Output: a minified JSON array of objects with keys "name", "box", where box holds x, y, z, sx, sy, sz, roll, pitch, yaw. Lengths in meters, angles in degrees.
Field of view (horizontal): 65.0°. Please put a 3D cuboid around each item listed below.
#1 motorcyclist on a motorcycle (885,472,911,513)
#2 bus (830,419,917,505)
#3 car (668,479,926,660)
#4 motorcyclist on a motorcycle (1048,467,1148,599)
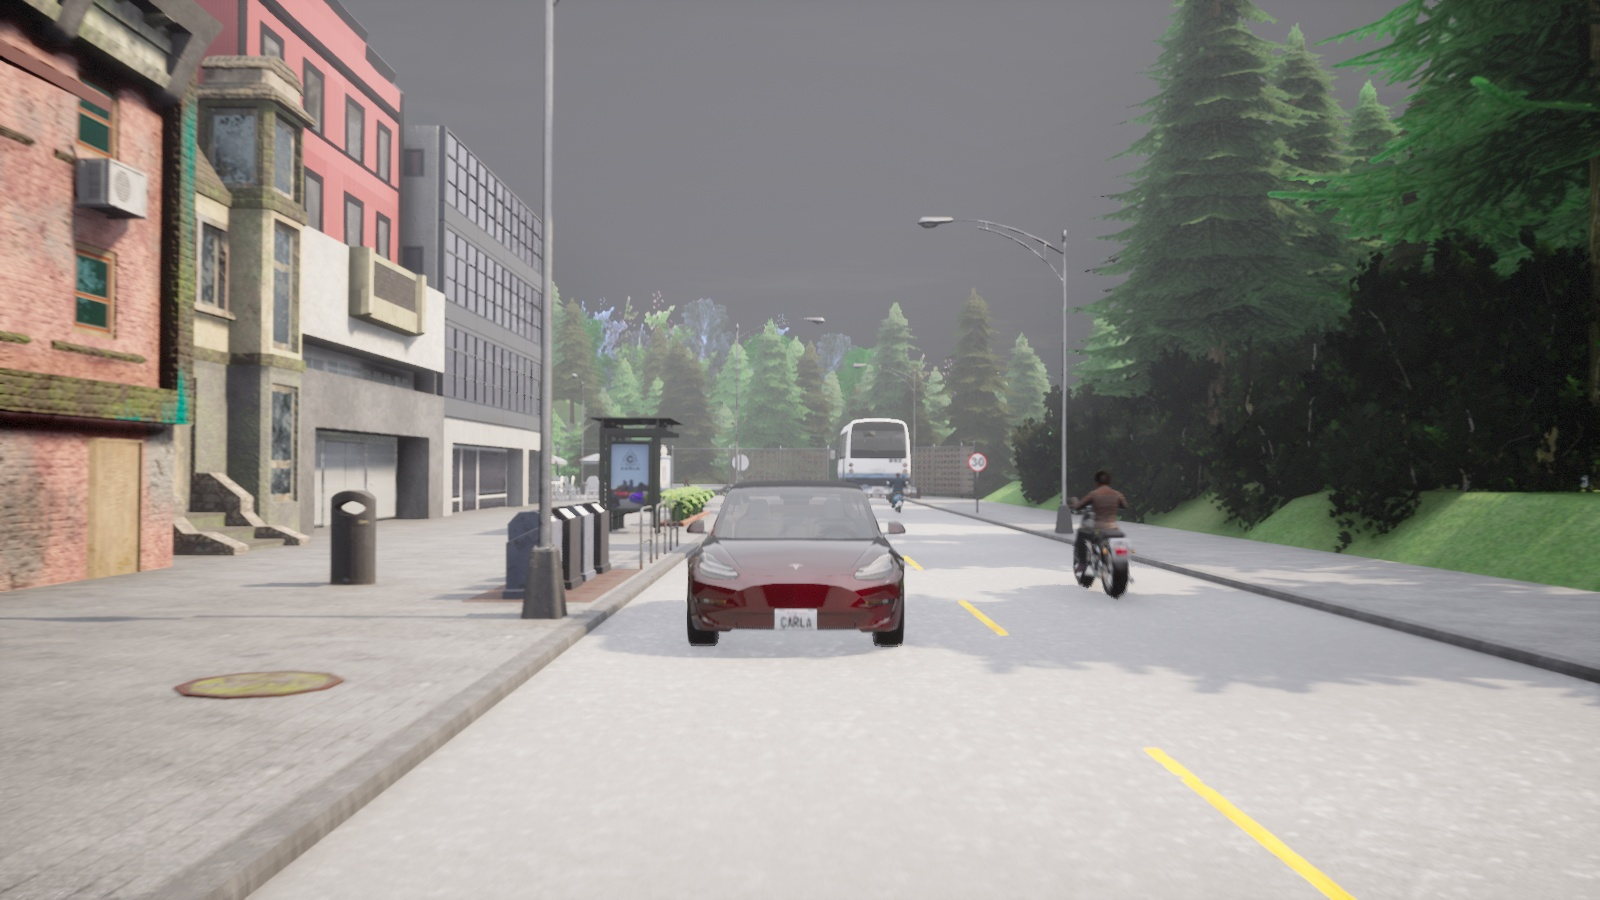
[{"name":"motorcyclist on a motorcycle","box":[3.879,1.679,49.847,0.866,1.590,1.817,0,-1,0]},{"name":"bus","box":[3.796,0.676,67.511,3.944,4.253,10.273,0,-1,-1]},{"name":"car","box":[-0.032,1.057,12.934,2.163,1.488,4.792,0,-1,0]},{"name":"motorcyclist on a motorcycle","box":[3.959,1.065,16.883,0.766,1.649,2.350,0,-1,0]}]
